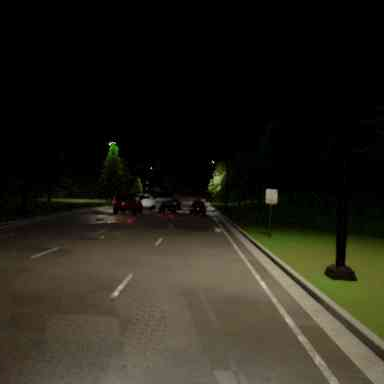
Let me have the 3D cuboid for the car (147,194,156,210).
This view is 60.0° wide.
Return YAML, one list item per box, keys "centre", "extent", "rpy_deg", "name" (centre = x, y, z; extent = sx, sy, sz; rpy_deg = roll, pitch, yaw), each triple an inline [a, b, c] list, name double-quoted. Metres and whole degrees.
- centre: [-6.228, 1.292, 45.128]
  extent: [2.150, 2.045, 5.566]
  rpy_deg: [3, 0, 1]
  name: "car"

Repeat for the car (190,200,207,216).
- centre: [0.716, 1.874, 38.102]
  extent: [2.033, 1.411, 5.357]
  rpy_deg: [3, 0, 2]
  name: "car"

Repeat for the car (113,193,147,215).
- centre: [-6.380, 1.195, 33.658]
  extent: [2.150, 2.045, 5.566]
  rpy_deg: [3, 0, 1]
  name: "car"

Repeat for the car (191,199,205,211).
- centre: [0.927, 1.903, 49.813]
  extent: [1.882, 1.535, 5.008]
  rpy_deg: [3, 0, 1]
  name: "car"

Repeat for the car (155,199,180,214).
- centre: [-2.754, 1.701, 38.796]
  extent: [1.812, 1.442, 4.674]
  rpy_deg: [3, 0, 1]
  name: "car"
